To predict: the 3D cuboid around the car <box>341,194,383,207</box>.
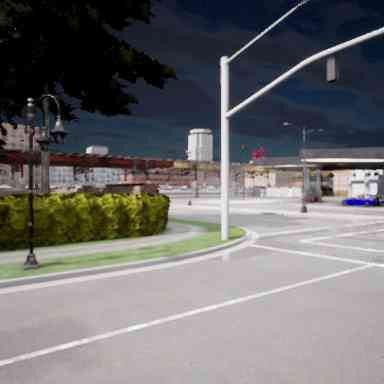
[{"bbox_3d":[22.243,1.112,44.085,2.242,1.667,4.611,0,0,-35],"label":"car"}]
